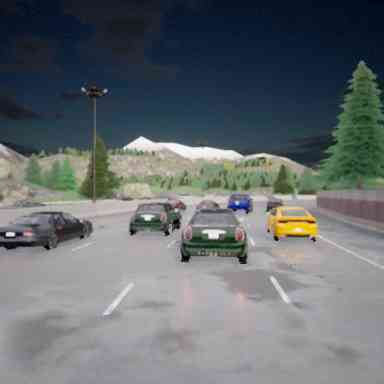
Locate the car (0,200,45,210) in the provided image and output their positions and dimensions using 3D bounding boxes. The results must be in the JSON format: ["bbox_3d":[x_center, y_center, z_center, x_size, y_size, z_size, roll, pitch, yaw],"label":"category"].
[{"bbox_3d":[-14.607,1.442,28.391,2.128,1.511,4.902,0,0,12],"label":"car"}]

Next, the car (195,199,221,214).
[{"bbox_3d":[1.816,1.548,36.157,1.994,1.385,4.181,0,0,15],"label":"car"}]

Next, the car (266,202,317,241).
[{"bbox_3d":[4.898,1.480,16.793,1.882,1.535,5.008,0,0,8],"label":"car"}]

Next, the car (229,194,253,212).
[{"bbox_3d":[5.218,1.214,35.469,2.150,2.045,5.566,0,0,16],"label":"car"}]

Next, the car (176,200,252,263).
[{"bbox_3d":[0.847,1.347,12.180,2.097,1.767,4.553,0,0,5],"label":"car"}]

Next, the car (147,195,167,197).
[{"bbox_3d":[-6.180,1.303,65.173,2.097,1.767,4.553,0,0,25],"label":"car"}]

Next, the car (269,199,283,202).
[{"bbox_3d":[9.301,1.506,36.870,1.837,1.490,4.892,0,0,16],"label":"car"}]

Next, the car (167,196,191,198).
[{"bbox_3d":[-1.898,1.502,35.894,1.812,1.442,4.674,0,0,15],"label":"car"}]

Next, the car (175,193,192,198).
[{"bbox_3d":[-1.910,1.183,66.070,2.150,2.045,5.566,0,0,26],"label":"car"}]

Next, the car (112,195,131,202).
[{"bbox_3d":[-13.752,1.438,65.545,2.128,1.511,4.902,0,0,24],"label":"car"}]

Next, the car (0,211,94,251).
[{"bbox_3d":[-6.038,1.526,14.101,2.033,1.411,5.357,0,0,6],"label":"car"}]

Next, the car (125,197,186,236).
[{"bbox_3d":[-1.892,1.337,18.594,2.097,1.767,4.553,0,0,8],"label":"car"}]
